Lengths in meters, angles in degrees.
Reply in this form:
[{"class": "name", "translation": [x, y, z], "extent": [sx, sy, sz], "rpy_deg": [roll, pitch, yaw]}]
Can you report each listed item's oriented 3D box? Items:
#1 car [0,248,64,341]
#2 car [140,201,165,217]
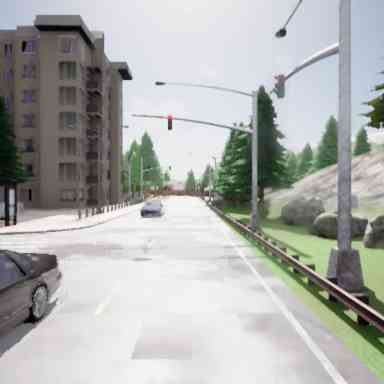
[{"class": "car", "translation": [-3.499, 1.539, 4.407], "extent": [2.033, 1.411, 5.357], "rpy_deg": [0, 0, 0]}, {"class": "car", "translation": [-3.505, 1.485, 30.378], "extent": [2.033, 1.411, 5.357], "rpy_deg": [0, 0, 0]}]
